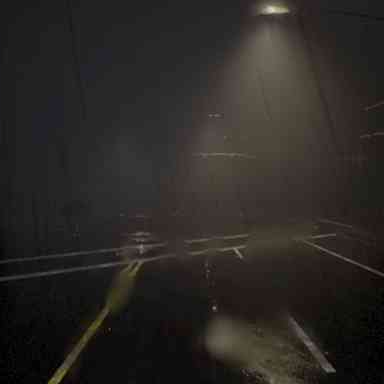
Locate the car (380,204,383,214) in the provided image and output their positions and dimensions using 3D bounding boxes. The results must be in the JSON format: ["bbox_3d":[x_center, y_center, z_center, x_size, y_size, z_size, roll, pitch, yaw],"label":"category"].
[{"bbox_3d":[18.896,1.242,27.901,5.566,2.045,2.150,0,0,0],"label":"car"}]

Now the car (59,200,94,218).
[{"bbox_3d":[-10.568,1.563,30.626,1.882,1.535,5.008,0,0,0],"label":"car"}]

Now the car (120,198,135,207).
[{"bbox_3d":[-10.629,1.795,55.292,1.812,1.442,4.674,0,-1,0],"label":"car"}]
